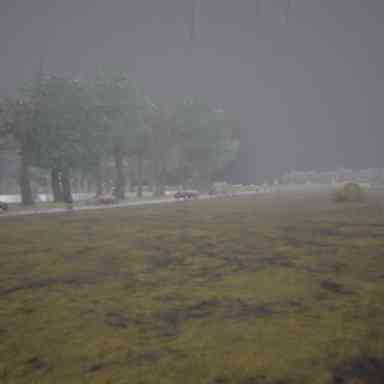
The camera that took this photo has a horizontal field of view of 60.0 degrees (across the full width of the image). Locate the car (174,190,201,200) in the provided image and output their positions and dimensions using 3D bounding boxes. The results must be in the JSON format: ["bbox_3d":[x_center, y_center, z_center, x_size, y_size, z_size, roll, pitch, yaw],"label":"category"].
[{"bbox_3d":[-0.816,0.394,54.228,1.882,1.535,5.008,-2,1,36],"label":"car"}]

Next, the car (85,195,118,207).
[{"bbox_3d":[-11.835,1.079,43.661,1.812,1.442,4.674,-2,1,35],"label":"car"}]

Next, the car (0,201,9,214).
[{"bbox_3d":[-20.252,1.471,31.782,1.837,1.490,4.892,-2,1,35],"label":"car"}]

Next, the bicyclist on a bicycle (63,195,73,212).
[{"bbox_3d":[-12.240,1.165,32.741,1.656,1.620,0.582,-1,1,35],"label":"bicyclist on a bicycle"}]

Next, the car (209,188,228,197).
[{"bbox_3d":[4.960,0.030,62.467,1.837,1.490,4.892,-2,1,35],"label":"car"}]

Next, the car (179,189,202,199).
[{"bbox_3d":[-0.193,0.329,59.945,1.812,1.442,4.674,-2,1,35],"label":"car"}]
